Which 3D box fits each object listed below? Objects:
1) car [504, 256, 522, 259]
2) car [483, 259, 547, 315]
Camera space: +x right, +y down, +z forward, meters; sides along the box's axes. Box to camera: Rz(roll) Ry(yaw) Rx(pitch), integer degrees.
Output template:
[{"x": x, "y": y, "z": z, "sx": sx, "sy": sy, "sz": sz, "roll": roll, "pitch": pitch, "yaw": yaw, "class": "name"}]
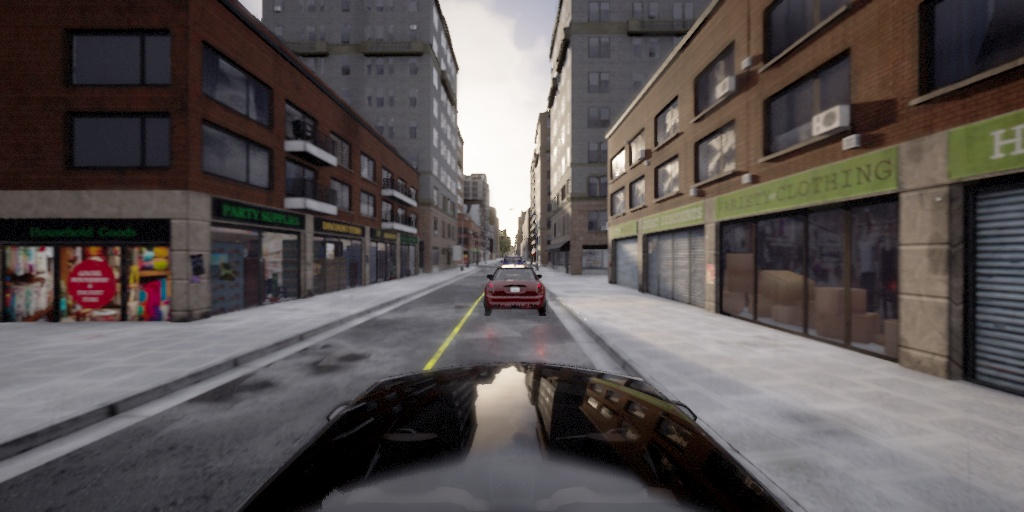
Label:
[{"x": 0.105, "y": 0.987, "z": 33.595, "sx": 2.150, "sy": 2.045, "sz": 5.566, "roll": 0, "pitch": 0, "yaw": 0, "class": "car"}, {"x": 0.102, "y": 1.106, "z": 13.675, "sx": 2.097, "sy": 1.767, "sz": 4.553, "roll": 0, "pitch": 0, "yaw": 0, "class": "car"}]
